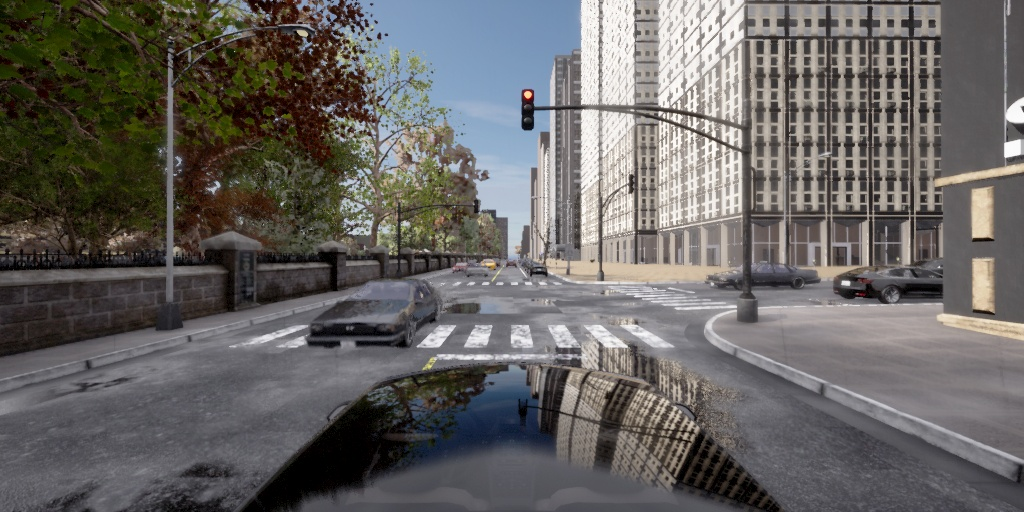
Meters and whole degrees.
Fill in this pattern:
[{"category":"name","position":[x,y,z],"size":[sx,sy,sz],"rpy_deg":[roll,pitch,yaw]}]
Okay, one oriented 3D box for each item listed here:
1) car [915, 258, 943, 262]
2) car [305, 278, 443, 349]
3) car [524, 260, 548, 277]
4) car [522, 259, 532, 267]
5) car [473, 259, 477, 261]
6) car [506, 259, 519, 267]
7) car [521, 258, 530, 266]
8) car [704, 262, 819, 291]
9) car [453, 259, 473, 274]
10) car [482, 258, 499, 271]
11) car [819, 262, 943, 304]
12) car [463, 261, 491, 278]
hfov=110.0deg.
[{"category":"car","position":[23.118,0.845,19.373],"size":[4.892,1.490,1.837],"rpy_deg":[-1,0,0]},{"category":"car","position":[-3.125,1.299,9.481],"size":[2.033,1.411,5.357],"rpy_deg":[0,0,0]},{"category":"car","position":[2.575,1.331,36.049],"size":[1.948,1.339,4.313],"rpy_deg":[0,0,0]},{"category":"car","position":[2.556,1.335,41.682],"size":[1.948,1.339,4.313],"rpy_deg":[0,0,0]},{"category":"car","position":[-5.861,1.219,52.919],"size":[1.967,1.591,4.097],"rpy_deg":[0,0,0]},{"category":"car","position":[-0.110,1.321,65.313],"size":[1.812,1.442,4.674],"rpy_deg":[0,0,0]},{"category":"car","position":[2.538,1.340,47.314],"size":[1.948,1.339,4.313],"rpy_deg":[0,0,0]},{"category":"car","position":[13.389,1.054,19.277],"size":[5.357,1.411,2.033],"rpy_deg":[-1,0,-1]},{"category":"car","position":[-5.824,1.351,41.654],"size":[1.802,1.307,4.207],"rpy_deg":[0,0,0]},{"category":"car","position":[-3.256,1.254,49.607],"size":[1.882,1.535,5.008],"rpy_deg":[0,0,0]},{"category":"car","position":[14.647,1.026,13.507],"size":[4.313,1.339,1.948],"rpy_deg":[0,0,0]},{"category":"car","position":[-3.208,1.364,33.756],"size":[1.895,1.301,4.718],"rpy_deg":[0,0,-2]}]
